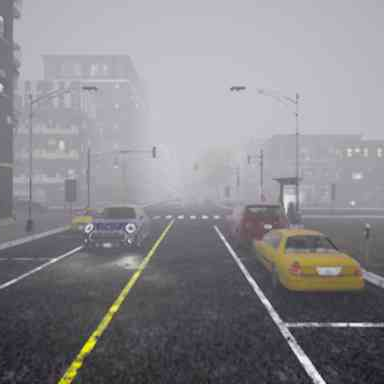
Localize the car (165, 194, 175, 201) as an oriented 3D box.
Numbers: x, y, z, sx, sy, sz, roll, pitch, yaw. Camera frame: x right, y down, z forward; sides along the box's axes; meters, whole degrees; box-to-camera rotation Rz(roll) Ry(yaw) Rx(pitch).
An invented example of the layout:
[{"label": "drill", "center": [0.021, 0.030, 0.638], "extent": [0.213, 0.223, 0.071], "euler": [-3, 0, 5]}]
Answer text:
[{"label": "car", "center": [-5.685, 1.367, 86.199], "extent": [2.192, 1.841, 5.009], "euler": [0, 0, 0]}]

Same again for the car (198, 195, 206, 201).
[{"label": "car", "center": [2.696, 1.504, 91.894], "extent": [1.967, 1.590, 4.097], "euler": [0, 0, 0]}]

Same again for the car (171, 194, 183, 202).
[{"label": "car", "center": [-2.994, 1.627, 74.951], "extent": [1.895, 1.301, 4.718], "euler": [0, 0, 0]}]

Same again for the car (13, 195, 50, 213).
[{"label": "car", "center": [-17.270, 1.252, 33.997], "extent": [5.009, 1.841, 2.192], "euler": [0, 0, 0]}]

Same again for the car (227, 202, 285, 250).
[{"label": "car", "center": [2.691, 1.310, 14.222], "extent": [2.192, 1.841, 5.009], "euler": [0, 0, 0]}]

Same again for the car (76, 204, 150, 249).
[{"label": "car", "center": [-3.083, 1.347, 14.389], "extent": [2.097, 1.767, 4.553], "euler": [0, 0, 0]}]

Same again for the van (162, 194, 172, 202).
[{"label": "van", "center": [-5.686, 1.373, 74.806], "extent": [1.690, 1.788, 3.998], "euler": [0, 0, 0]}]

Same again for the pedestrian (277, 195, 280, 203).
[{"label": "pedestrian", "center": [7.137, 1.171, 27.566], "extent": [0.375, 1.860, 0.375], "euler": [0, 0, 0]}]

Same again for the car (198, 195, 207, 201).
[{"label": "car", "center": [2.696, 1.603, 86.197], "extent": [2.008, 1.369, 4.403], "euler": [0, 0, 0]}]

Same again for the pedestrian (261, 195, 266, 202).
[{"label": "pedestrian", "center": [6.137, 1.131, 28.766], "extent": [0.375, 1.860, 0.375], "euler": [0, 0, 0]}]

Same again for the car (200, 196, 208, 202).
[{"label": "car", "center": [2.695, 1.613, 74.804], "extent": [1.802, 1.307, 4.206], "euler": [0, 0, 0]}]

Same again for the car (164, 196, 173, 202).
[{"label": "car", "center": [-5.685, 1.623, 80.502], "extent": [1.802, 1.307, 4.206], "euler": [0, 0, 0]}]

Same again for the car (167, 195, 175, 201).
[{"label": "car", "center": [-5.684, 1.630, 91.896], "extent": [1.947, 1.339, 4.313], "euler": [0, 0, 0]}]

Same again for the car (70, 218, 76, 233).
[{"label": "car", "center": [-5.690, 1.518, 19.593], "extent": [1.752, 1.417, 4.829], "euler": [0, 0, 0]}]

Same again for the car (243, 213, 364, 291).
[{"label": "car", "center": [2.691, 1.522, 8.852], "extent": [1.752, 1.417, 4.829], "euler": [0, 0, 0]}]

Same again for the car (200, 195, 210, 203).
[{"label": "car", "center": [2.694, 1.463, 69.106], "extent": [1.967, 1.590, 4.097], "euler": [0, 0, 0]}]

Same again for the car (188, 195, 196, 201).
[{"label": "car", "center": [0.008, 1.596, 84.895], "extent": [1.994, 1.385, 4.181], "euler": [0, 0, 0]}]

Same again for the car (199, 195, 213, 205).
[{"label": "car", "center": [2.694, 1.560, 57.713], "extent": [2.008, 1.369, 4.403], "euler": [0, 0, 0]}]

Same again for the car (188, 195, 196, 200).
[{"label": "car", "center": [0.008, 1.523, 94.903], "extent": [2.033, 1.411, 5.357], "euler": [0, 0, 0]}]
